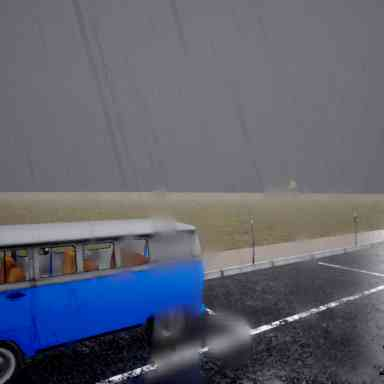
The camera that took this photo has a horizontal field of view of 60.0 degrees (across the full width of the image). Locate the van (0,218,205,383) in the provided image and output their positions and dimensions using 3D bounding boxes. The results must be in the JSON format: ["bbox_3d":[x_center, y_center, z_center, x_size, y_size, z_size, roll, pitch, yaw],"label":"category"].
[{"bbox_3d":[-1.696,1.341,4.875,3.998,1.788,1.690,0,1,-36],"label":"van"}]
